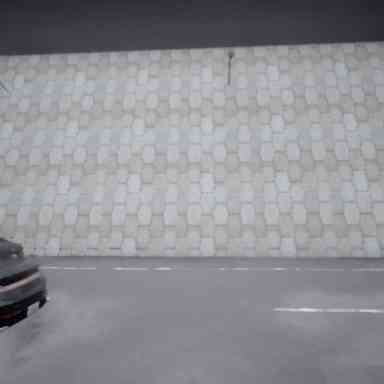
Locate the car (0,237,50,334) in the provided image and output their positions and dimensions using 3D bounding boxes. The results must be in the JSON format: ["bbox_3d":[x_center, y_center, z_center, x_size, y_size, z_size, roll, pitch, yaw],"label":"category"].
[{"bbox_3d":[-4.819,1.568,5.189,4.902,1.511,2.128,0,0,3],"label":"car"}]
